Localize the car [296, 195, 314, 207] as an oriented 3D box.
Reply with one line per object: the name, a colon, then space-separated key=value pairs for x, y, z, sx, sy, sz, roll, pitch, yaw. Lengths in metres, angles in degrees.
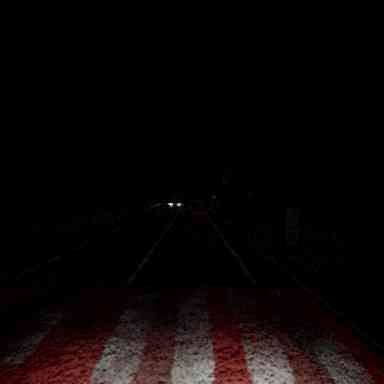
car: x=18.808 y=1.598 z=50.069 sx=4.892 sy=1.521 sz=2.231 roll=0 pitch=0 yaw=0

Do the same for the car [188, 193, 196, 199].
car: x=-0.022 y=1.189 z=91.308 sx=2.128 sy=1.511 sz=4.902 roll=0 pitch=1 yaw=0

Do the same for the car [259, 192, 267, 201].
car: x=18.734 y=1.201 z=75.053 sx=5.566 sy=2.045 sz=2.435 roll=0 pitch=1 yaw=0

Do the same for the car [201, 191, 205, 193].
car: x=5.646 y=1.146 z=80.020 sx=5.566 sy=2.045 sz=2.435 roll=0 pitch=1 yaw=0

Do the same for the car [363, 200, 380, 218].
car: x=18.830 y=1.718 z=30.642 sx=4.674 sy=1.452 sz=2.002 roll=0 pitch=0 yaw=0

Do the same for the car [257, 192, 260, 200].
car: x=18.786 y=1.173 z=77.830 sx=5.566 sy=2.045 sz=2.435 roll=0 pitch=1 yaw=0

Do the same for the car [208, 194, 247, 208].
car: x=5.534 y=1.585 z=51.982 sx=5.366 sy=1.575 sz=1.946 roll=0 pitch=0 yaw=0

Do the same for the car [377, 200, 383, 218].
car: x=18.832 y=1.690 z=27.865 sx=5.008 sy=1.535 sz=2.097 roll=0 pitch=0 yaw=0

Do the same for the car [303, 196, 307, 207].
car: x=18.835 y=1.638 z=47.294 sx=4.792 sy=1.488 sz=2.163 roll=0 pitch=0 yaw=0

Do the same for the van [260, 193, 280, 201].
van: x=18.870 y=1.165 z=80.606 sx=4.442 sy=1.987 sz=1.878 roll=0 pitch=1 yaw=0

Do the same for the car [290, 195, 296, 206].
car: x=18.803 y=1.586 z=52.845 sx=5.008 sy=1.535 sz=2.097 roll=0 pitch=0 yaw=0

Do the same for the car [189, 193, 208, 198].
car: x=0.962 y=1.454 z=51.451 sx=2.097 sy=1.767 sz=4.553 roll=0 pitch=0 yaw=0

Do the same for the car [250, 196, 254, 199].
car: x=18.773 y=1.073 z=86.156 sx=5.566 sy=2.045 sz=2.435 roll=0 pitch=1 yaw=0

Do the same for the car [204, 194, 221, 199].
car: x=5.649 y=1.269 z=94.040 sx=4.674 sy=1.452 sz=2.002 roll=0 pitch=1 yaw=0

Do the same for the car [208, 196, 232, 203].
car: x=5.722 y=1.537 z=68.804 sx=4.792 sy=1.488 sz=2.163 roll=0 pitch=0 yaw=0

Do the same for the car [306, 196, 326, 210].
car: x=18.625 y=1.617 z=44.519 sx=5.366 sy=1.575 sz=1.946 roll=0 pitch=0 yaw=0

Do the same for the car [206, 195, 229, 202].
car: x=5.690 y=1.459 z=74.415 sx=4.892 sy=1.521 sz=2.231 roll=0 pitch=1 yaw=0

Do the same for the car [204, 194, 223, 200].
car: x=5.655 y=1.297 z=88.433 sx=4.892 sy=1.521 sz=2.231 roll=0 pitch=1 yaw=0

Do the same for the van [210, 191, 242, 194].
van: x=5.827 y=1.339 z=57.588 sx=4.442 sy=1.987 sz=1.878 roll=0 pitch=0 yaw=0

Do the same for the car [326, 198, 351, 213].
car: x=18.791 y=1.673 z=38.967 sx=4.792 sy=1.488 sz=2.163 roll=0 pitch=0 yaw=0

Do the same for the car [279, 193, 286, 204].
car: x=18.760 y=1.311 z=58.396 sx=5.566 sy=2.045 sz=2.435 roll=0 pitch=0 yaw=0

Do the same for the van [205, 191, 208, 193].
van: x=5.796 y=1.204 z=77.220 sx=4.442 sy=1.987 sz=1.878 roll=0 pitch=1 yaw=0

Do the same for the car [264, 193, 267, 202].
car: x=18.795 y=1.509 z=72.281 sx=4.792 sy=1.488 sz=2.163 roll=0 pitch=1 yaw=0

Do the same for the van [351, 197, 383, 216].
van: x=18.945 y=1.441 z=33.416 sx=4.442 sy=1.987 sz=1.878 roll=0 pitch=0 yaw=0

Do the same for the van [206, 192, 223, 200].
van: x=5.782 y=1.104 z=85.627 sx=4.442 sy=1.987 sz=1.878 roll=0 pitch=1 yaw=0

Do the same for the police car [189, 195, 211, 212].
police car: x=0.965 y=1.572 z=41.579 sx=1.930 sy=1.638 sz=5.238 roll=0 pitch=0 yaw=0

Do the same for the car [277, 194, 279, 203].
car: x=18.778 y=1.552 z=61.171 sx=4.892 sy=1.521 sz=2.231 roll=0 pitch=0 yaw=0

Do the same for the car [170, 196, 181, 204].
car: x=-3.283 y=1.544 z=65.057 sx=1.812 sy=1.442 sz=4.674 roll=0 pitch=0 yaw=1

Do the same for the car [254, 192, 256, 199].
car: x=18.935 y=1.355 z=83.383 sx=5.366 sy=1.575 sz=1.946 roll=0 pitch=1 yaw=0

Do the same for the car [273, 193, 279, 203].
car: x=18.775 y=1.537 z=63.949 sx=5.008 sy=1.535 sz=2.097 roll=0 pitch=0 yaw=0

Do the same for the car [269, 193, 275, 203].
car: x=18.960 y=1.518 z=66.726 sx=5.366 sy=1.575 sz=1.946 roll=0 pitch=0 yaw=0

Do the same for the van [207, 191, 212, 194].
van: x=5.585 y=1.315 z=63.198 sx=4.442 sy=1.987 sz=1.878 roll=0 pitch=0 yaw=0

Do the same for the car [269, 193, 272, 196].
car: x=18.741 y=1.534 z=69.498 sx=4.792 sy=1.488 sz=2.163 roll=0 pitch=1 yaw=0

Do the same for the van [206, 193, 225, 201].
van: x=5.787 y=1.138 z=82.824 sx=4.442 sy=1.987 sz=1.878 roll=0 pitch=1 yaw=0

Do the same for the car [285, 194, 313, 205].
car: x=18.798 y=1.574 z=55.621 sx=5.008 sy=1.535 sz=2.097 roll=0 pitch=0 yaw=0
